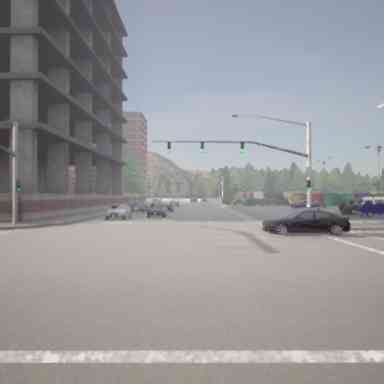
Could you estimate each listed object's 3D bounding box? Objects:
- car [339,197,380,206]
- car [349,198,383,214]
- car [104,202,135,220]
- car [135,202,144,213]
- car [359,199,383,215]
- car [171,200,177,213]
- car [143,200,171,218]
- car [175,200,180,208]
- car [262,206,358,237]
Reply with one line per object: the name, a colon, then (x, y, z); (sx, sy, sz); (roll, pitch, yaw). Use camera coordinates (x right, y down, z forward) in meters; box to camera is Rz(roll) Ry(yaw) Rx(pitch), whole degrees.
car: (25.324, 1.829, 50.577); (4.605, 1.855, 1.932); (0, -1, 1)
car: (25.337, 2.006, 47.891); (3.905, 1.438, 1.784); (0, -1, 1)
car: (-7.179, 1.933, 32.816); (1.812, 1.442, 4.674); (0, -1, 0)
car: (-7.098, 2.041, 44.460); (2.128, 1.511, 4.902); (0, -1, 0)
car: (25.296, 2.002, 44.996); (3.806, 1.475, 1.970); (0, -1, 1)
car: (-3.582, 2.178, 46.604); (1.895, 1.301, 4.718); (0, -1, 0)
car: (-3.661, 1.945, 35.505); (1.837, 1.490, 4.892); (0, -1, 0)
car: (-3.381, 2.300, 65.279); (2.128, 1.511, 4.902); (0, -1, 1)
car: (6.683, 1.775, 19.657); (5.008, 1.535, 1.882); (0, -1, 1)
